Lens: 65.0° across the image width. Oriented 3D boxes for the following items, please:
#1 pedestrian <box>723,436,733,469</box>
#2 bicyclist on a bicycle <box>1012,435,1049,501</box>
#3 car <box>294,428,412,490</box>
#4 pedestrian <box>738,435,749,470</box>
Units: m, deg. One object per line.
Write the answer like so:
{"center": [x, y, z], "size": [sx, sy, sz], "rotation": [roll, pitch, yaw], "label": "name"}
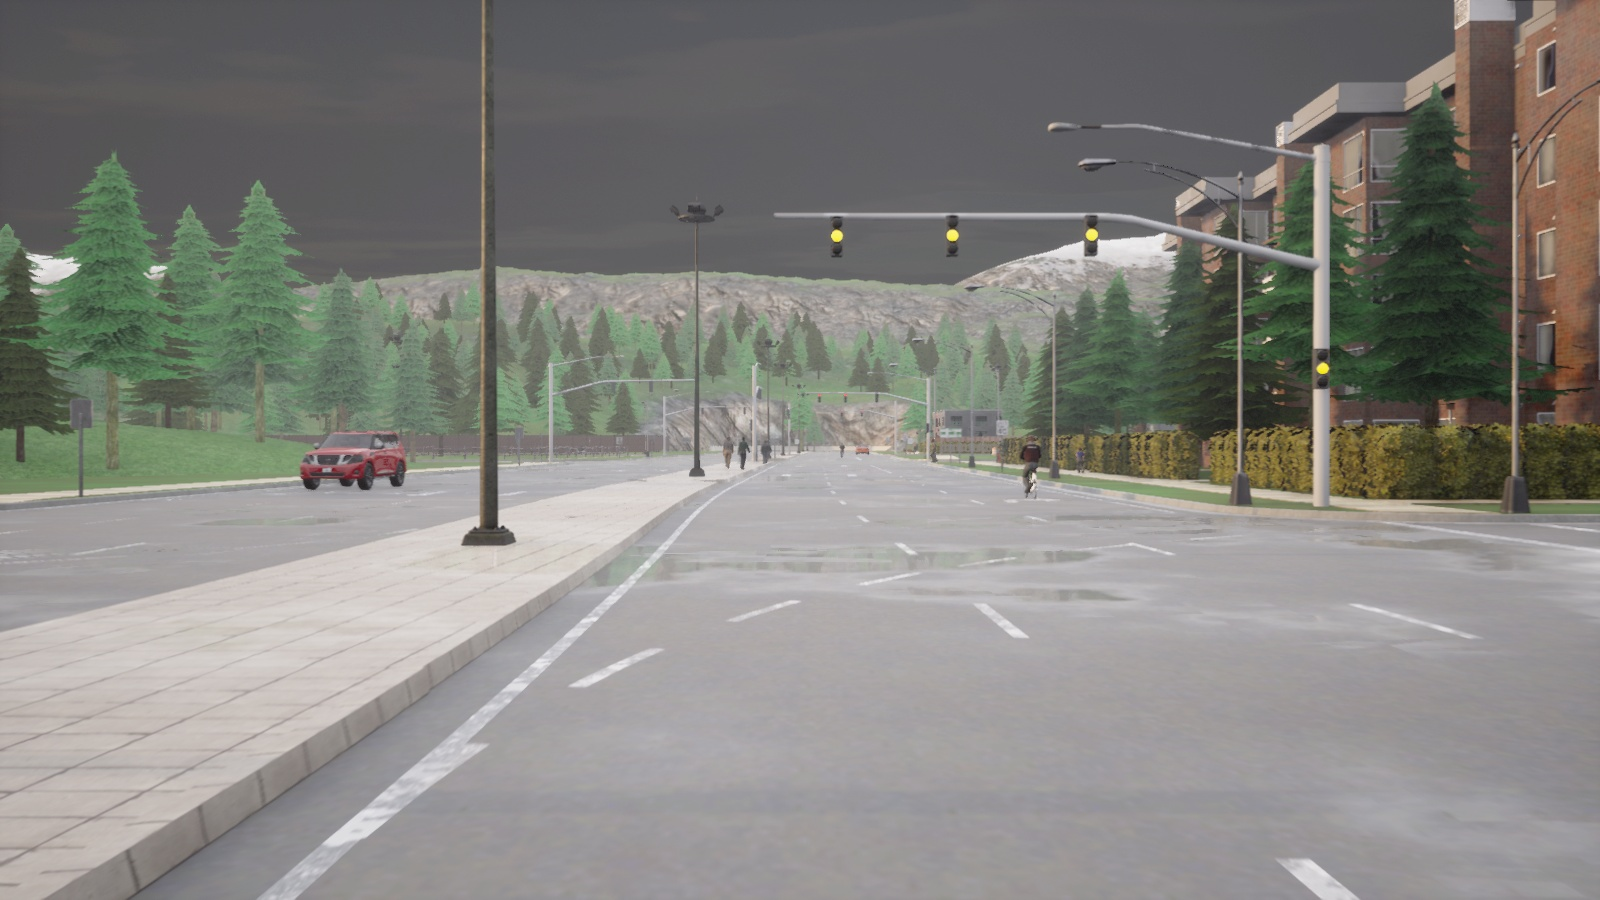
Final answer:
{"center": [-4.108, 0.130, 71.746], "size": [0.540, 1.848, 0.694], "rotation": [0, 0, -3], "label": "pedestrian"}
{"center": [6.338, 0.490, 34.630], "size": [0.659, 1.776, 1.843], "rotation": [0, 0, -1], "label": "bicyclist on a bicycle"}
{"center": [-15.678, 0.286, 44.428], "size": [2.150, 2.045, 5.566], "rotation": [0, 0, 0], "label": "car"}
{"center": [-3.139, 0.139, 69.405], "size": [0.423, 1.949, 0.788], "rotation": [0, 0, 11], "label": "pedestrian"}
